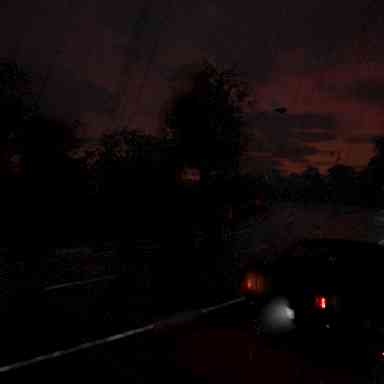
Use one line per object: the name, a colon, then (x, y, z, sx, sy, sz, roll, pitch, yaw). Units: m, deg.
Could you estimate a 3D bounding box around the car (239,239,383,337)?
car: (3.158, 1.642, 6.792, 4.718, 1.301, 1.895, 0, 0, -42)
